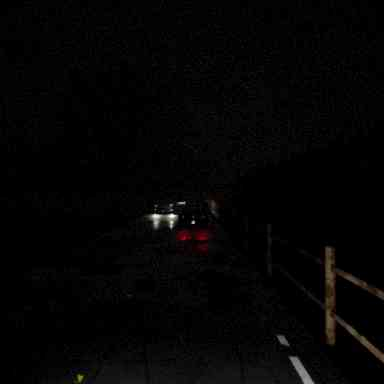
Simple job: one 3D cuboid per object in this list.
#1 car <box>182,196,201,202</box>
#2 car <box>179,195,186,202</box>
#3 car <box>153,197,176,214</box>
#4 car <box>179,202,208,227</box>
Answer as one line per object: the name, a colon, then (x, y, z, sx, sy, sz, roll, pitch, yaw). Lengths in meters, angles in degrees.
car: (0.069, 1.544, 40.909, 1.837, 1.490, 4.892, 0, 0, 0)
car: (-1.689, 1.548, 76.359, 2.128, 1.511, 4.902, 0, 0, 11)
car: (-2.868, 1.382, 35.472, 2.097, 1.767, 4.553, 0, 0, 0)
car: (0.075, 1.611, 23.091, 1.895, 1.301, 4.718, 0, 0, 0)
